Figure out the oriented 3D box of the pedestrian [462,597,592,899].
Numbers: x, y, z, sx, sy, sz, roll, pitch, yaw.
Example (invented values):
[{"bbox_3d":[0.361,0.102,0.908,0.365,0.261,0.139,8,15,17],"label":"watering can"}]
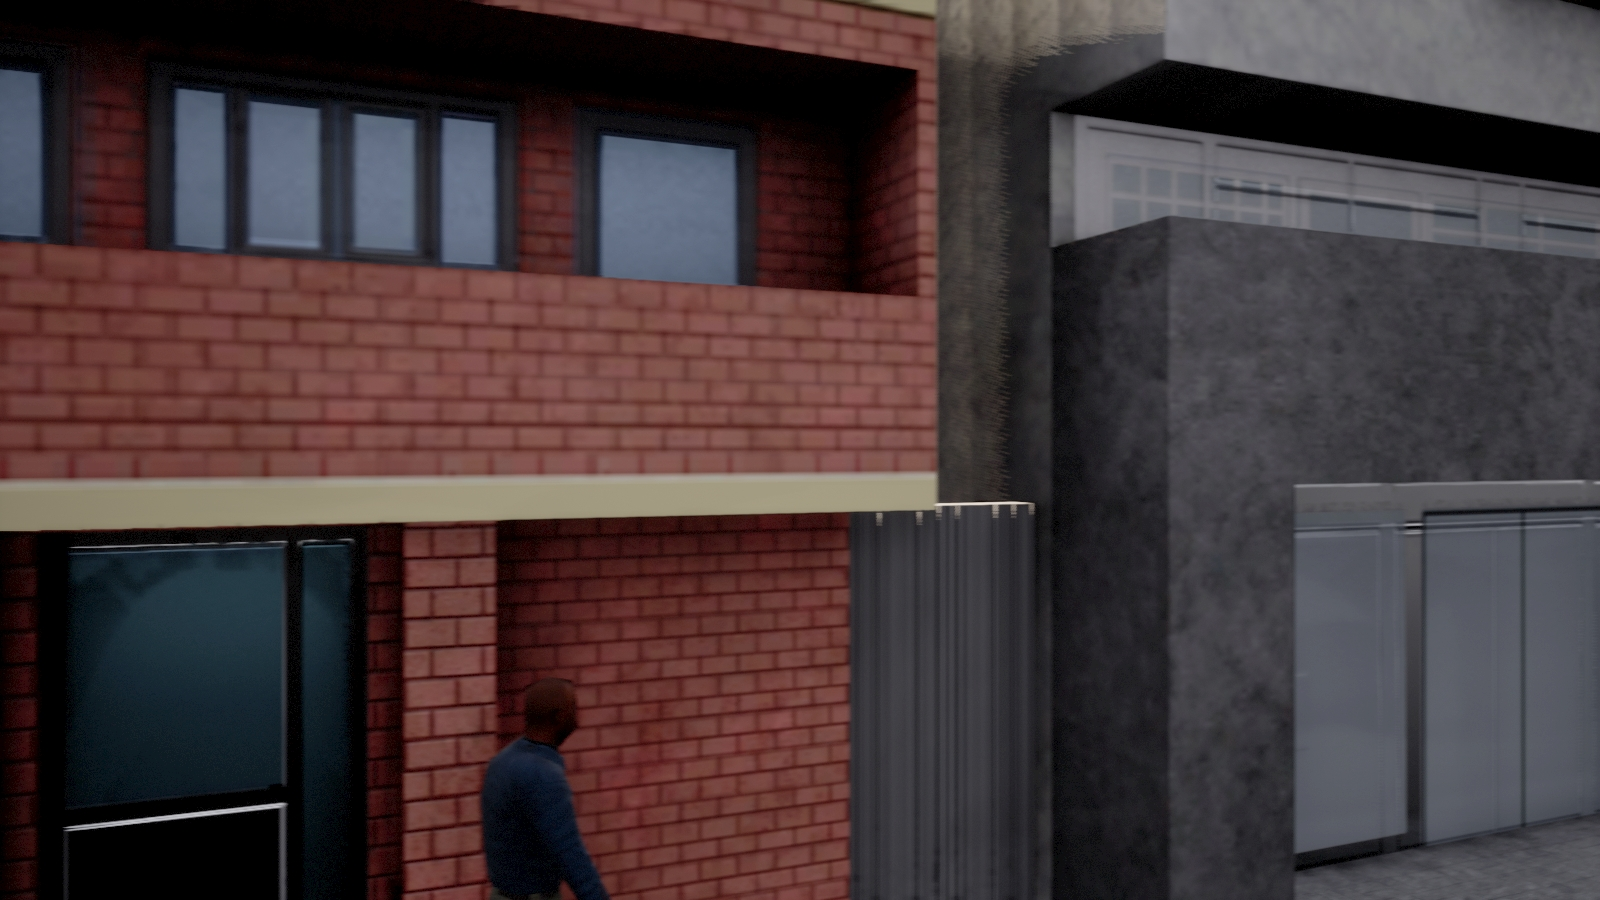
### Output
[{"bbox_3d":[-1.046,1.526,4.368,0.375,1.860,0.375,0,0,-34],"label":"pedestrian"}]
